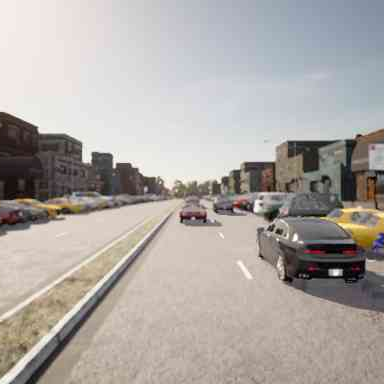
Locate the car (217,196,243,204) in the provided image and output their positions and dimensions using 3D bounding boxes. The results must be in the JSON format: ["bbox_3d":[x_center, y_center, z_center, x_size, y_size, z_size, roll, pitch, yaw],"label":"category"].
[{"bbox_3d":[7.595,1.588,67.247,5.008,1.535,2.097,0,-1,0],"label":"car"}]

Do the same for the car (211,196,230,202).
[{"bbox_3d":[7.611,1.947,89.306,4.792,1.488,2.163,0,-1,0],"label":"car"}]

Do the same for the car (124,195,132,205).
[{"bbox_3d":[-12.817,1.421,53.948,4.892,1.521,2.231,0,-1,0],"label":"car"}]

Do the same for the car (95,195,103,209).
[{"bbox_3d":[-12.831,1.326,37.164,4.674,1.452,2.002,0,0,0],"label":"car"}]

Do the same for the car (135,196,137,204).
[{"bbox_3d":[-12.776,1.363,59.391,4.553,1.767,2.185,0,-1,0],"label":"car"}]

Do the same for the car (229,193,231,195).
[{"bbox_3d":[7.589,1.051,39.684,5.566,2.045,2.435,0,0,0],"label":"car"}]

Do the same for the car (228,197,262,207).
[{"bbox_3d":[7.610,1.398,47.949,4.674,1.452,2.002,0,-1,0],"label":"car"}]

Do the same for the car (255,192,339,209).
[{"bbox_3d":[7.598,1.108,23.150,5.566,2.045,2.435,0,0,0],"label":"car"}]

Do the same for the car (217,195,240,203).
[{"bbox_3d":[7.568,1.499,70.005,4.553,1.767,2.185,0,-1,0],"label":"car"}]

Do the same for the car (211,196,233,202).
[{"bbox_3d":[7.774,1.869,86.551,5.366,1.575,1.946,0,-1,0],"label":"car"}]

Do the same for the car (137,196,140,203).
[{"bbox_3d":[-12.771,1.554,62.160,4.792,1.488,2.163,0,-1,0],"label":"car"}]

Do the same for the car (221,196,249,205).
[{"bbox_3d":[7.603,1.524,58.975,4.674,1.452,2.002,0,-1,0],"label":"car"}]

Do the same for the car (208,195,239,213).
[{"bbox_3d":[3.081,1.313,33.643,2.128,1.511,4.902,0,0,0],"label":"car"}]

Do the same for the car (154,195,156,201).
[{"bbox_3d":[-12.761,1.972,89.946,4.674,1.452,2.002,0,-1,0],"label":"car"}]

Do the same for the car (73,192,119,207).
[{"bbox_3d":[-12.797,1.054,42.717,5.566,2.045,2.435,0,0,0],"label":"car"}]

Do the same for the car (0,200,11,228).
[{"bbox_3d":[-12.853,1.391,17.716,5.008,1.535,2.097,0,0,0],"label":"car"}]

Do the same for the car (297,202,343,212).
[{"bbox_3d":[7.817,1.410,14.878,5.366,1.575,1.946,0,0,0],"label":"car"}]

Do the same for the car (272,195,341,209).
[{"bbox_3d":[7.597,1.252,20.393,4.553,1.767,2.185,0,0,0],"label":"car"}]

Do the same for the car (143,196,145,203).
[{"bbox_3d":[-12.786,1.600,67.718,4.892,1.521,2.231,0,-1,0],"label":"car"}]

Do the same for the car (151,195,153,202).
[{"bbox_3d":[-12.804,1.830,81.611,4.792,1.488,2.163,0,-1,0],"label":"car"}]

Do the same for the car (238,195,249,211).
[{"bbox_3d":[7.615,1.299,34.173,5.008,1.535,2.097,0,0,0],"label":"car"}]

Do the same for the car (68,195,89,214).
[{"bbox_3d":[-13.026,1.294,31.736,5.366,1.575,1.946,0,0,0],"label":"car"}]

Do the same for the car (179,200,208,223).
[{"bbox_3d":[0.086,1.472,24.354,1.895,1.301,4.718,0,0,0],"label":"car"}]

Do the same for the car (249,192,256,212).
[{"bbox_3d":[7.654,1.089,25.907,5.566,2.045,2.435,0,0,0],"label":"car"}]

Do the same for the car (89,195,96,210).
[{"bbox_3d":[-12.839,1.328,34.506,4.674,1.452,2.002,0,0,0],"label":"car"}]

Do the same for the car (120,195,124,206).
[{"bbox_3d":[-12.787,1.227,48.270,4.553,1.767,2.185,0,-1,0],"label":"car"}]

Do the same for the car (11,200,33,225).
[{"bbox_3d":[-12.884,1.401,20.496,4.792,1.488,2.163,0,0,0],"label":"car"}]

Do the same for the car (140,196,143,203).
[{"bbox_3d":[-12.802,1.561,64.938,5.008,1.535,2.097,0,-1,0],"label":"car"}]

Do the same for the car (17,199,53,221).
[{"bbox_3d":[-12.858,1.352,23.275,4.892,1.521,2.231,0,0,0],"label":"car"}]

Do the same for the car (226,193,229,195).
[{"bbox_3d":[7.587,1.064,42.441,5.566,2.045,2.435,0,0,0],"label":"car"}]

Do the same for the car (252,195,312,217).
[{"bbox_3d":[7.655,1.196,28.663,4.553,1.767,2.185,0,0,0],"label":"car"}]

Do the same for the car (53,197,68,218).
[{"bbox_3d":[-12.853,1.330,26.179,5.008,1.535,2.097,0,0,0],"label":"car"}]

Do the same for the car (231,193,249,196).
[{"bbox_3d":[7.590,1.048,36.931,5.566,2.045,2.435,0,0,0],"label":"car"}]

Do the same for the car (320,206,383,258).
[{"bbox_3d":[7.819,1.427,12.118,5.366,1.575,1.946,0,0,0],"label":"car"}]

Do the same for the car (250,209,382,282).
[{"bbox_3d":[3.094,1.468,9.580,1.837,1.490,4.892,0,0,0],"label":"car"}]

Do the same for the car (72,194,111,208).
[{"bbox_3d":[-13.015,1.290,39.938,5.366,1.575,1.946,0,0,0],"label":"car"}]

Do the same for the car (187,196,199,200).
[{"bbox_3d":[0.076,1.337,42.016,1.837,1.490,4.892,0,0,0],"label":"car"}]

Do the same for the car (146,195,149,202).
[{"bbox_3d":[-12.780,1.678,73.400,5.008,1.535,2.097,0,-1,0],"label":"car"}]

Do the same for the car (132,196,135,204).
[{"bbox_3d":[-12.993,1.452,56.728,5.366,1.575,1.946,0,-1,0],"label":"car"}]
